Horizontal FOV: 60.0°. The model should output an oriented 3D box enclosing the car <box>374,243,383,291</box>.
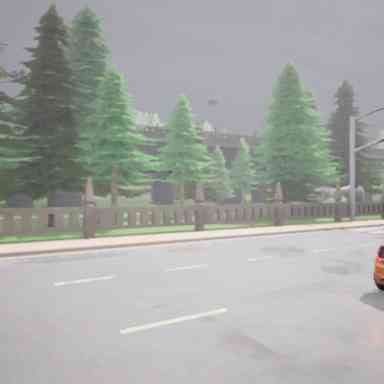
[{"bbox_3d":[6.308,1.385,7.571,4.553,1.767,2.097,0,0,-30],"label":"car"}]
